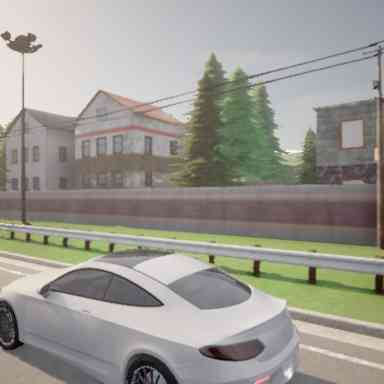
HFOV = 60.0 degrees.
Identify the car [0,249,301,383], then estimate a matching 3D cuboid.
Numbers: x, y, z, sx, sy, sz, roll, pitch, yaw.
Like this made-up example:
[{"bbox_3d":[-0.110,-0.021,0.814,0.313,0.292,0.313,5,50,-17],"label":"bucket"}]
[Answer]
[{"bbox_3d":[-0.919,1.555,4.632,4.674,1.442,1.812,0,0,35],"label":"car"}]
